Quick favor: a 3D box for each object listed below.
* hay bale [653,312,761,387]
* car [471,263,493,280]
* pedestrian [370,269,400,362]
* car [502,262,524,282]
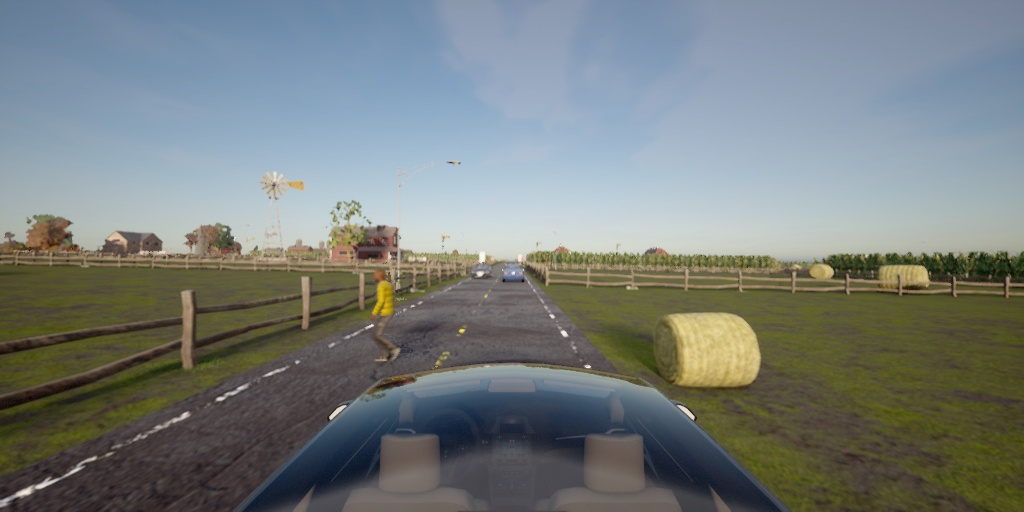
[{"bbox_3d":[3.127,1.431,5.898,1.220,1.180,1.240,0,0,0],"label":"hay bale"},{"bbox_3d":[-2.829,1.449,34.347,2.128,1.511,4.902,0,-1,0],"label":"car"},{"bbox_3d":[-2.436,1.073,6.835,0.375,1.860,0.375,1,-1,-2],"label":"pedestrian"},{"bbox_3d":[0.110,1.487,31.807,2.033,1.411,5.357,0,0,0],"label":"car"}]
